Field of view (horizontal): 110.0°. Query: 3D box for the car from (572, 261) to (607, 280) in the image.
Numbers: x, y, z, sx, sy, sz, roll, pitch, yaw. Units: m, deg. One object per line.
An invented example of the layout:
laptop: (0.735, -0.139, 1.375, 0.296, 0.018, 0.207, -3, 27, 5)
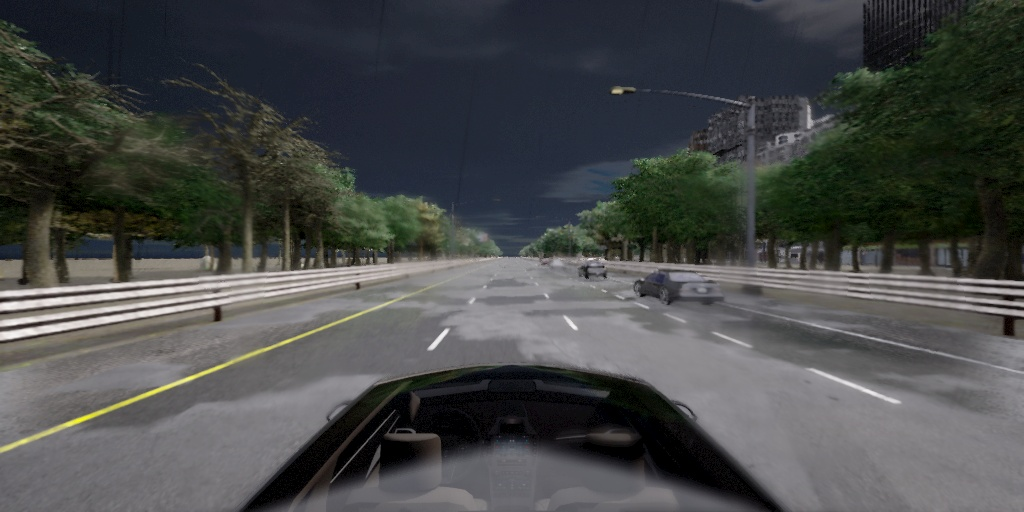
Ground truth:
car: (7.022, 1.249, 31.679, 2.128, 1.511, 4.902, 0, 0, 0)

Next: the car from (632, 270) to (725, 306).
car: (7.006, 1.302, 15.711, 2.033, 1.411, 5.357, 0, 0, 0)

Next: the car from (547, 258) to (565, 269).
car: (7.044, 1.284, 55.687, 1.812, 1.442, 4.674, 0, 0, 0)
